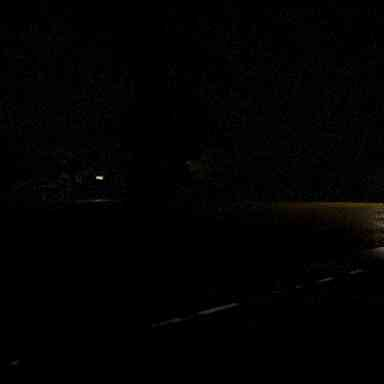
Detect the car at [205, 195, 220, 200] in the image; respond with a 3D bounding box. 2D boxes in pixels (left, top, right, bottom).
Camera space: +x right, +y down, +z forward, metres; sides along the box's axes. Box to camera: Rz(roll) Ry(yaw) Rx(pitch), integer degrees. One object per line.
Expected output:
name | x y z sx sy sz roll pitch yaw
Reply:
car | 5.306 1.408 84.829 1.882 1.535 5.008 3 -2 -29
